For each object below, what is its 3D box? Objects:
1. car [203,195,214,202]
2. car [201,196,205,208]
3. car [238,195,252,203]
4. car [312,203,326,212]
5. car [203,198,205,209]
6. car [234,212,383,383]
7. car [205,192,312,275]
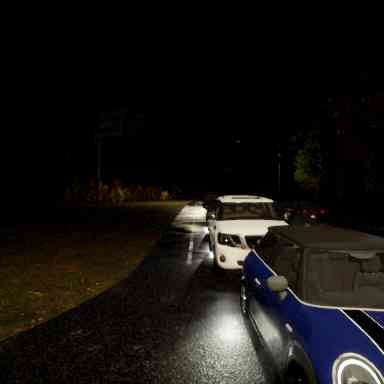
[{"bbox_3d":[3.369,1.248,67.398,1.895,1.301,4.718,0,0,6],"label":"car"},{"bbox_3d":[2.251,1.248,44.108,1.882,1.535,5.008,0,1,1],"label":"car"},{"bbox_3d":[9.503,1.252,60.158,1.994,1.385,4.181,0,0,1],"label":"car"},{"bbox_3d":[8.924,1.461,26.545,1.895,1.301,4.718,0,0,1],"label":"car"},{"bbox_3d":[1.881,1.380,23.119,1.837,1.490,4.892,0,0,1],"label":"car"},{"bbox_3d":[1.936,1.338,4.186,2.097,1.767,4.553,0,0,-1],"label":"car"},{"bbox_3d":[1.680,1.160,10.531,2.150,2.045,5.566,0,0,1],"label":"car"}]
